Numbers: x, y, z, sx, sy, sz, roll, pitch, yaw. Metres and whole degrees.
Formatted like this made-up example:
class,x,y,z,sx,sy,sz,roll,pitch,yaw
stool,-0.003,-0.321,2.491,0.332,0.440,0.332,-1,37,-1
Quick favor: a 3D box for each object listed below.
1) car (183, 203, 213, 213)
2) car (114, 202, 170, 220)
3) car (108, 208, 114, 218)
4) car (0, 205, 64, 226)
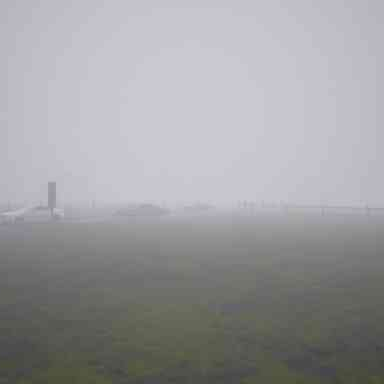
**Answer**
class,x,y,z,sx,sy,sz,roll,pitch,yaw
car,0.826,2.055,43.698,1.895,1.301,4.718,-1,-1,35
car,-4.346,1.797,31.301,2.033,1.411,5.357,-1,-1,35
car,-6.236,1.796,33.710,2.128,1.511,4.902,-1,-1,35
car,-12.087,1.704,25.417,1.812,1.442,4.674,-1,-1,35
